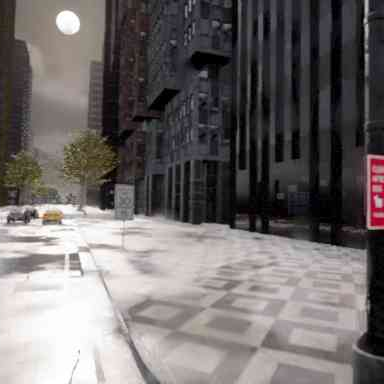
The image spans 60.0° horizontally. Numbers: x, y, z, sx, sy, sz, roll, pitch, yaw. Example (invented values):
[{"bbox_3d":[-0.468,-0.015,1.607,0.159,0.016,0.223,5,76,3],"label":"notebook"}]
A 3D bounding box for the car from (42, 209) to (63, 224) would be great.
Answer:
[{"bbox_3d":[-15.450,2.650,36.889,1.882,1.535,5.008,2,-2,-20],"label":"car"}]

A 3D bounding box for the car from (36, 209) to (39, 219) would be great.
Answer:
[{"bbox_3d":[-22.209,2.859,45.622,1.882,1.535,5.008,2,-2,-20],"label":"car"}]

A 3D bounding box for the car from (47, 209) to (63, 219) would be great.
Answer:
[{"bbox_3d":[-19.166,3.089,46.748,1.895,1.301,4.718,2,-2,-20],"label":"car"}]

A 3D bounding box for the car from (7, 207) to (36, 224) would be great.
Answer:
[{"bbox_3d":[-18.439,2.553,35.601,2.128,1.511,4.902,2,-2,-20],"label":"car"}]
